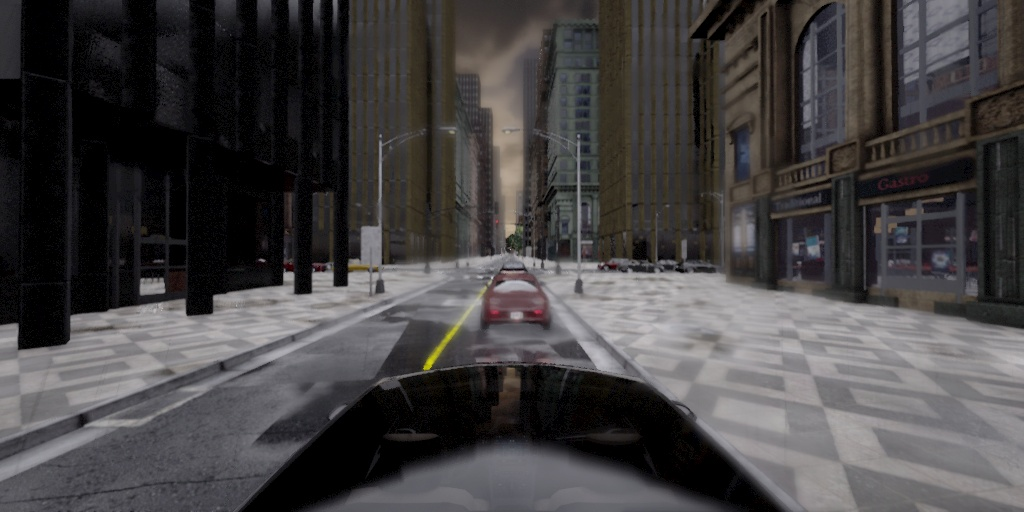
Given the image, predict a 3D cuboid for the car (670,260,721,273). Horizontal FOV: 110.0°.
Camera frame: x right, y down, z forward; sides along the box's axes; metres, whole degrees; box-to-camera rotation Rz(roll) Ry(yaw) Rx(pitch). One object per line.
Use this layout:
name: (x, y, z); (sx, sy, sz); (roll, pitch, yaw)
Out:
car: (17.990, 1.080, 34.506); (4.313, 1.339, 1.948); (0, 0, 0)

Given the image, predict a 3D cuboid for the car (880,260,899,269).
car: (46.331, 1.178, 43.131); (4.097, 1.591, 1.967); (0, 0, 0)

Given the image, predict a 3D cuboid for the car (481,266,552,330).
car: (0.087, 1.209, 10.713); (1.812, 1.442, 4.674); (0, 1, -1)

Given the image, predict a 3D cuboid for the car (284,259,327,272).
car: (-20.069, 0.947, 34.371); (4.507, 1.381, 1.888); (0, 0, 0)

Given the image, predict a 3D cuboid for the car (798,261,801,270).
car: (34.994, 1.245, 43.091); (4.207, 1.307, 1.802); (0, 0, 0)

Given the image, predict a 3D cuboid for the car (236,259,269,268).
car: (-30.968, 0.991, 42.857); (4.507, 1.381, 1.888); (0, 0, 0)

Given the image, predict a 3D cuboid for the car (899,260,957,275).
car: (40.662, 1.074, 34.586); (4.097, 1.591, 1.967); (0, 0, 0)

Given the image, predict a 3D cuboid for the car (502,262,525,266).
car: (0.094, 1.089, 22.488); (2.128, 1.511, 4.902); (0, 0, 0)

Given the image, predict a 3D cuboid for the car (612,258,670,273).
car: (12.320, 1.044, 34.486); (4.403, 1.370, 2.007); (0, 0, 0)

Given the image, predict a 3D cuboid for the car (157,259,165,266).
car: (-30.669, 0.948, 34.333); (4.313, 1.339, 1.948); (0, 0, 0)

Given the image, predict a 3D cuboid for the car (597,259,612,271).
car: (12.320, 0.998, 43.011); (4.097, 1.591, 1.967); (0, 0, 0)

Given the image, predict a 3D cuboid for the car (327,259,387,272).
car: (-14.599, 0.939, 34.390); (4.829, 1.417, 1.751); (0, 0, 0)

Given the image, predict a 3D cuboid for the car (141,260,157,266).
car: (-41.766, 1.014, 42.818); (4.207, 1.307, 1.802); (0, 0, 0)
